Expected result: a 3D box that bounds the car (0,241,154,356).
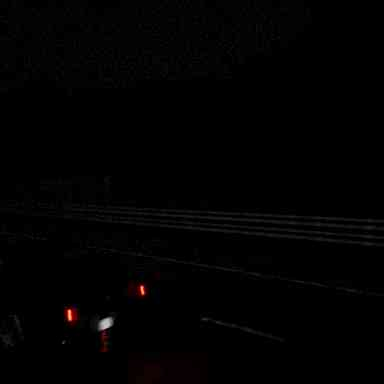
[{"bbox_3d":[-3.028,1.571,6.024,4.718,1.301,1.895,0,0,35],"label":"car"}]
